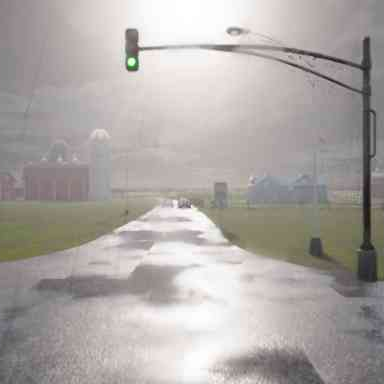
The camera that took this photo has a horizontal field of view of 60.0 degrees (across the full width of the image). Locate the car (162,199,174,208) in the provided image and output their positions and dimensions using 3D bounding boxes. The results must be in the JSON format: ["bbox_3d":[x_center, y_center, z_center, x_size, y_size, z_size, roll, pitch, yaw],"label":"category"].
[{"bbox_3d":[-4.102,1.897,56.091,1.812,1.442,4.674,0,0,-3],"label":"car"}]

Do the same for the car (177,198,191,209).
[{"bbox_3d":[-1.152,1.928,52.061,1.895,1.301,4.718,0,0,-3],"label":"car"}]

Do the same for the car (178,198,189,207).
[{"bbox_3d":[-1.669,1.909,62.051,1.837,1.490,4.892,0,0,-4],"label":"car"}]
